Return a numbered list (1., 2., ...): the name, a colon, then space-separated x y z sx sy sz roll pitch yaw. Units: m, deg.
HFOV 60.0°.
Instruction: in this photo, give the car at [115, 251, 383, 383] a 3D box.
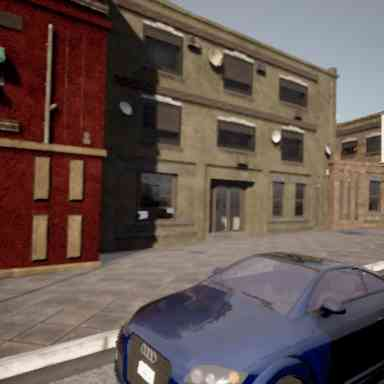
1. car: 1.205 1.517 4.211 4.181 1.385 1.994 2 0 -35
